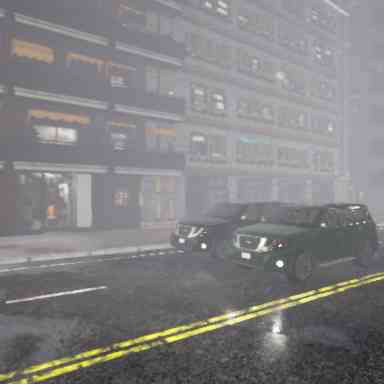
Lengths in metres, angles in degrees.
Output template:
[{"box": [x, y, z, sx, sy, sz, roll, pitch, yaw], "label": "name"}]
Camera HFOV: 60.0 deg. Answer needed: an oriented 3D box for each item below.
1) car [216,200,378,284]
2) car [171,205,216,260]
[{"box": [3.644, 1.356, 10.380, 5.566, 2.045, 2.150, 1, -1, -36], "label": "car"}, {"box": [1.877, 1.364, 13.113, 5.566, 2.045, 2.150, 1, -1, -36], "label": "car"}]
